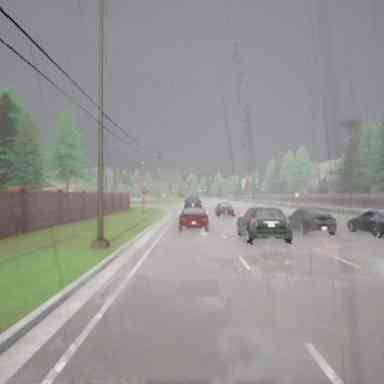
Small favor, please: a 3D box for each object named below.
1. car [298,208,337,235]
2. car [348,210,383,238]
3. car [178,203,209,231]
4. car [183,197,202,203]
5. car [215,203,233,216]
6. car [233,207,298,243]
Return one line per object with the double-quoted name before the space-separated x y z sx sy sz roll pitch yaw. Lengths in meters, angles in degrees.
"car" 7.109 1.725 20.277 1.837 1.490 4.892 0 -1 0
"car" 10.593 1.730 18.774 1.812 1.442 4.674 0 -1 0
"car" 0.109 1.719 22.325 1.882 1.535 5.008 0 -1 0
"car" 0.048 1.662 41.023 2.150 2.045 5.566 0 -1 -1
"car" 3.600 1.929 37.330 1.812 1.442 4.674 0 -1 0
"car" 3.606 1.539 17.214 2.097 1.767 4.553 0 -1 0
